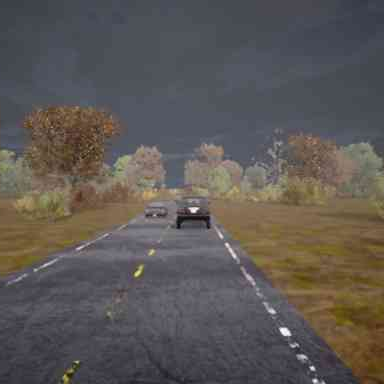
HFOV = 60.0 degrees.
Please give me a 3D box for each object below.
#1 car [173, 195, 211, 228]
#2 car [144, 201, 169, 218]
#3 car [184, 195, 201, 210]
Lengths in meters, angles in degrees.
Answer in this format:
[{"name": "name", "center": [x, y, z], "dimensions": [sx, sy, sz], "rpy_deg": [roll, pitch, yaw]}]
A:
[{"name": "car", "center": [0.097, 1.231, 22.571], "dimensions": [2.150, 2.045, 5.566], "rpy_deg": [0, 0, 0]}, {"name": "car", "center": [-3.104, 1.554, 30.292], "dimensions": [2.033, 1.411, 5.357], "rpy_deg": [0, 0, 0]}, {"name": "car", "center": [0.090, 1.354, 42.593], "dimensions": [2.097, 1.767, 4.553], "rpy_deg": [0, 0, 0]}]
